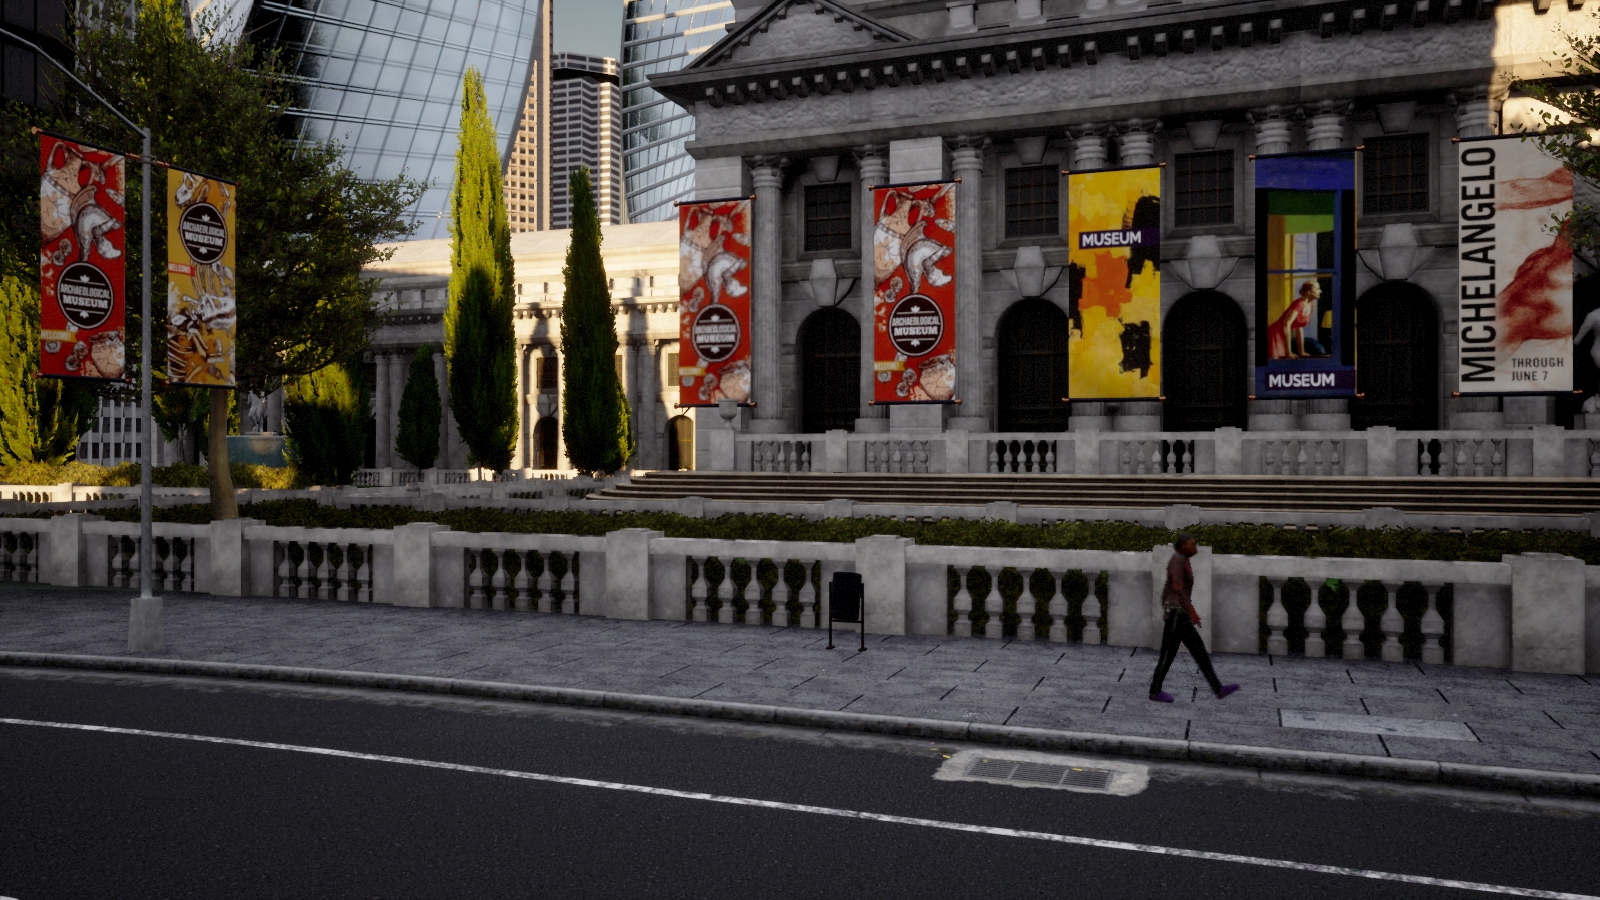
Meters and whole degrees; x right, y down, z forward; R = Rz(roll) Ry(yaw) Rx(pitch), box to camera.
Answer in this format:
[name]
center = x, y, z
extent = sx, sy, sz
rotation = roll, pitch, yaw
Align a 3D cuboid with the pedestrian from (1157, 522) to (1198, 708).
[pedestrian]
center = 3.931, 1.696, 11.892
extent = 0.375, 1.860, 0.375
rotation = 0, 0, 23
